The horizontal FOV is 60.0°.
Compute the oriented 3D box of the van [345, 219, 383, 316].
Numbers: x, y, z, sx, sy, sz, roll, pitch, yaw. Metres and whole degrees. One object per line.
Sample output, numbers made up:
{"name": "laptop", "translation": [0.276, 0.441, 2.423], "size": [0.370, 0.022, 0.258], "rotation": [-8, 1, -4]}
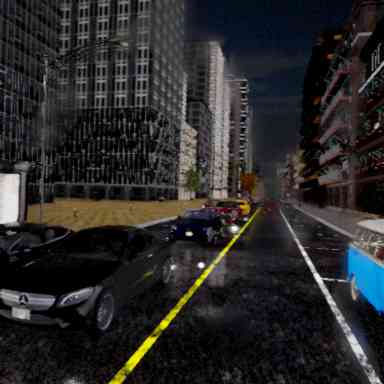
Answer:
{"name": "van", "translation": [3.923, 1.470, 5.846], "size": [1.690, 1.788, 3.998], "rotation": [2, 0, 13]}

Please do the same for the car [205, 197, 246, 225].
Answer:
{"name": "car", "translation": [2.666, 1.436, 25.473], "size": [2.097, 1.767, 4.553], "rotation": [2, 0, 14]}

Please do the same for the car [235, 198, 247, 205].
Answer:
{"name": "car", "translation": [9.897, 1.893, 66.987], "size": [2.008, 1.369, 4.403], "rotation": [2, 0, 13]}

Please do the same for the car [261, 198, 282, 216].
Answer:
{"name": "car", "translation": [8.847, 1.771, 37.654], "size": [1.882, 1.535, 5.008], "rotation": [2, 0, 13]}

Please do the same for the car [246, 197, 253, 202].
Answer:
{"name": "car", "translation": [16.317, 2.170, 93.895], "size": [1.802, 1.307, 4.206], "rotation": [2, 0, 13]}

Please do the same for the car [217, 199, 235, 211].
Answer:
{"name": "car", "translation": [4.721, 1.682, 45.297], "size": [1.752, 1.417, 4.829], "rotation": [2, 0, 13]}

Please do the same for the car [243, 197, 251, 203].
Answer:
{"name": "car", "translation": [13.711, 2.011, 82.966], "size": [1.752, 1.417, 4.829], "rotation": [2, 0, 13]}

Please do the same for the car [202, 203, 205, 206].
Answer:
{"name": "car", "translation": [2.194, 1.509, 34.699], "size": [1.967, 1.590, 4.097], "rotation": [2, 0, 13]}

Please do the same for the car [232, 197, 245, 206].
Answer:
{"name": "car", "translation": [8.616, 1.736, 61.607], "size": [1.967, 1.590, 4.097], "rotation": [2, 0, 13]}

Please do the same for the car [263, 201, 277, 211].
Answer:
{"name": "car", "translation": [11.444, 1.986, 48.545], "size": [1.895, 1.301, 4.718], "rotation": [2, 0, 14]}

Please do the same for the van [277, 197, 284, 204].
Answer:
{"name": "van", "translation": [24.471, 2.203, 91.947], "size": [1.690, 1.788, 3.998], "rotation": [2, 0, 13]}

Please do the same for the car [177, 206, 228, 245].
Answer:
{"name": "car", "translation": [0.321, 1.570, 15.742], "size": [1.994, 1.385, 4.181], "rotation": [2, 0, 13]}

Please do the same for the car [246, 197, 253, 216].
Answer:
{"name": "car", "translation": [5.030, 1.642, 35.226], "size": [1.882, 1.535, 5.008], "rotation": [2, 0, 14]}

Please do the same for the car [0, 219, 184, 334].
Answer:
{"name": "car", "translation": [-1.780, 1.463, 6.902], "size": [1.812, 1.442, 4.674], "rotation": [2, 0, 15]}

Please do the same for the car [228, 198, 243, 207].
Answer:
{"name": "car", "translation": [7.328, 1.800, 56.225], "size": [2.008, 1.369, 4.403], "rotation": [2, 0, 13]}

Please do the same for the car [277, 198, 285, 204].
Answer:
{"name": "car", "translation": [23.179, 2.394, 86.566], "size": [1.802, 1.307, 4.206], "rotation": [2, 0, 13]}

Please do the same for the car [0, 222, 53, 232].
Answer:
{"name": "car", "translation": [-4.232, 1.421, 7.794], "size": [1.947, 1.339, 4.313], "rotation": [2, 0, 13]}

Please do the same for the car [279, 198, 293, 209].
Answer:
{"name": "car", "translation": [15.475, 2.075, 54.278], "size": [2.008, 1.369, 4.403], "rotation": [2, 0, 13]}
